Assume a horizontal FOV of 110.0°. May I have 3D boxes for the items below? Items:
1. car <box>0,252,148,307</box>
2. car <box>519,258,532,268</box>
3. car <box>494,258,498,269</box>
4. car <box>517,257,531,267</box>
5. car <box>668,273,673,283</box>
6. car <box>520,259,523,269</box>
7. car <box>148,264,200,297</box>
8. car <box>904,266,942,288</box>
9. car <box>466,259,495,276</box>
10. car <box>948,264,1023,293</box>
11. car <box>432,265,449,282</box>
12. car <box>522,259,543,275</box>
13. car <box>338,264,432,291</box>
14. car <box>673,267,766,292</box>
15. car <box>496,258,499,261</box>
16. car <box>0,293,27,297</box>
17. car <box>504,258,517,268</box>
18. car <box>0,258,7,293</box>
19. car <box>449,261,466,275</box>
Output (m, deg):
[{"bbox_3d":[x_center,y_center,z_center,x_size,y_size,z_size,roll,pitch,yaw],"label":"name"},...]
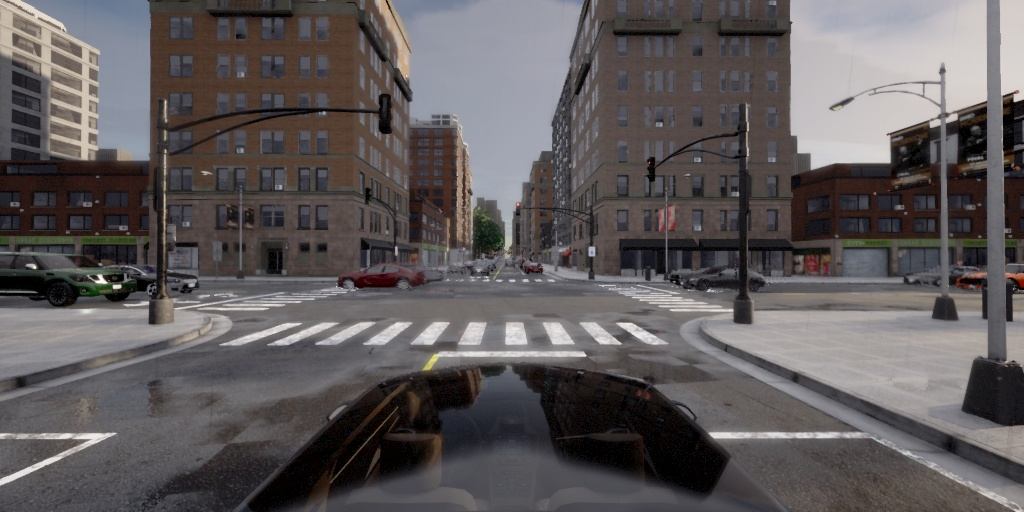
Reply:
[{"bbox_3d":[-18.469,0.859,14.268,5.566,2.045,2.150,0,0,0],"label":"car"},{"bbox_3d":[2.351,1.325,51.168,1.751,1.417,4.829,0,0,-1],"label":"car"},{"bbox_3d":[-3.360,1.340,47.443,2.033,1.411,5.357,0,0,-1],"label":"car"},{"bbox_3d":[2.292,1.128,56.505,2.192,1.841,5.009,0,0,-1],"label":"car"},{"bbox_3d":[13.317,1.455,24.469,4.718,1.301,1.895,0,0,0],"label":"car"},{"bbox_3d":[2.414,1.354,45.492,1.948,1.339,4.313,0,0,-1],"label":"car"},{"bbox_3d":[-18.119,1.156,17.513,4.902,1.511,2.128,0,0,-1],"label":"car"},{"bbox_3d":[29.857,1.420,24.572,4.902,1.511,2.128,0,0,0],"label":"car"},{"bbox_3d":[-3.255,1.267,37.638,2.128,1.511,4.902,0,0,0],"label":"car"},{"bbox_3d":[29.605,1.253,21.321,4.553,1.767,2.097,0,0,0],"label":"car"},{"bbox_3d":[-7.311,1.307,24.290,5.357,1.411,2.033,0,0,0],"label":"car"},{"bbox_3d":[2.475,1.324,39.985,1.888,1.381,4.507,0,0,-1],"label":"car"},{"bbox_3d":[-7.558,1.214,21.045,5.008,1.535,1.882,0,0,0],"label":"car"},{"bbox_3d":[12.384,1.350,21.194,4.674,1.442,1.812,0,0,0],"label":"car"},{"bbox_3d":[-3.467,1.321,57.824,1.837,1.490,4.892,0,0,0],"label":"car"},{"bbox_3d":[-5.856,1.190,1.534,1.967,1.591,4.097,0,0,0],"label":"car"},{"bbox_3d":[-0.368,1.328,64.667,2.128,1.511,4.902,0,0,0],"label":"car"},{"bbox_3d":[-28.377,0.978,17.445,4.553,1.767,2.097,0,0,-1],"label":"car"},{"bbox_3d":[-6.050,1.329,39.895,2.007,1.370,4.403,0,0,-1],"label":"car"}]
